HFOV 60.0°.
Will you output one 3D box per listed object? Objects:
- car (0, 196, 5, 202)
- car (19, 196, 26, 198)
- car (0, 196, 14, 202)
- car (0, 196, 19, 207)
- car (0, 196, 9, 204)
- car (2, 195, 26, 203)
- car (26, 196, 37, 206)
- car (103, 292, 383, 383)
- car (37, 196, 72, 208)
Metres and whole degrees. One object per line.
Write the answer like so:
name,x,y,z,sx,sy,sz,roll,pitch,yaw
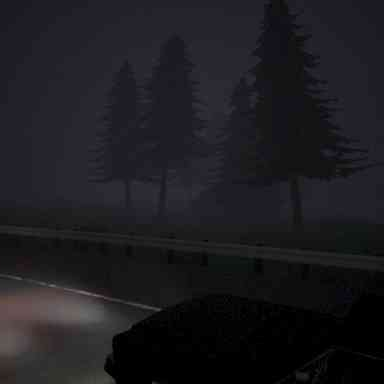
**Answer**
car,-45.192,1.552,76.366,1.994,1.385,4.181,0,0,6
car,-35.012,1.540,72.020,2.033,1.411,5.357,0,0,6
car,-41.872,1.595,73.841,1.895,1.301,4.718,0,0,6
car,-26.969,1.506,45.916,1.837,1.490,4.892,0,0,17
car,-36.960,1.525,61.903,2.128,1.511,4.902,0,0,17
car,-38.538,1.525,72.126,2.128,1.511,4.902,0,0,10
car,-22.065,1.351,50.108,2.097,1.767,4.553,0,0,17
car,1.462,1.601,2.725,4.718,1.301,1.895,0,0,35
car,-19.194,1.351,47.489,2.097,1.767,4.553,0,0,17
